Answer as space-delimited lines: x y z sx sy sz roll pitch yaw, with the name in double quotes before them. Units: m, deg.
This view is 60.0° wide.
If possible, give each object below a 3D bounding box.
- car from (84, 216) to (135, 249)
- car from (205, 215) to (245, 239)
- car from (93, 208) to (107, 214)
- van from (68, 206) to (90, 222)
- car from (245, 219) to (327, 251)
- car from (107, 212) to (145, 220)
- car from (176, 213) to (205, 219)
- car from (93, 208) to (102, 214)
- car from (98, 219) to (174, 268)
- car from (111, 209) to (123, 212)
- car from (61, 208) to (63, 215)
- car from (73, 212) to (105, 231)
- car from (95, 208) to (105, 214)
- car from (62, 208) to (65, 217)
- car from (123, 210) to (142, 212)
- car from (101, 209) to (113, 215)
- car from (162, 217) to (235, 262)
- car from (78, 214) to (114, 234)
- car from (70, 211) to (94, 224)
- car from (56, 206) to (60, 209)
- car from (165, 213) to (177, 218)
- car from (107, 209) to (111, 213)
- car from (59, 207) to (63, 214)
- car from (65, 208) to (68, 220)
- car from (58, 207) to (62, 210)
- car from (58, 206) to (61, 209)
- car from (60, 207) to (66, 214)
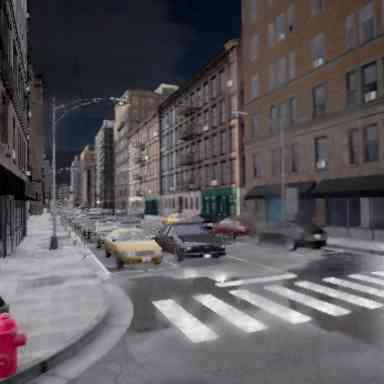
"car" -4.663 2.299 18.712 2.008 1.369 4.403 0 -2 -23
"car" 2.729 2.324 21.835 1.802 1.307 4.206 0 -2 -23
"car" -13.404 3.327 46.076 1.812 1.442 4.674 0 -2 -23
"van" -13.110 2.888 38.640 1.690 1.788 3.998 0 -2 -23
"car" 4.840 2.108 16.855 1.947 1.339 4.313 0 -2 -23
"car" -5.269 2.572 26.670 2.033 1.411 5.357 0 -2 -22
"car" 0.618 2.509 26.815 1.947 1.339 4.313 0 -2 -23
"car" -24.713 4.903 86.577 1.802 1.307 4.206 0 -2 -23
"car" -2.486 2.066 13.576 1.752 1.417 4.829 0 -2 -23
"car" -12.047 3.688 56.696 2.008 1.369 4.403 0 -2 -23
"car" -21.550 3.907 58.552 1.947 1.339 4.313 0 -2 -23
"car" -8.885 2.714 28.672 1.947 1.339 4.313 0 -2 -23
"car" -22.669 4.657 81.755 1.752 1.417 4.829 0 -2 -23
"car" -19.374 3.662 53.417 1.752 1.417 4.829 0 -2 -23
"car" -7.826 3.291 46.736 2.008 1.369 4.403 0 -2 -23
"car" -18.380 4.299 71.636 1.947 1.339 4.313 0 -2 -23
"car" -0.286 2.102 14.940 2.033 1.411 5.357 0 -2 -19
"car" -6.774 2.514 23.692 1.947 1.339 4.313 0 -2 -23
"car" -10.996 2.929 33.652 1.802 1.307 4.206 0 -2 -23
"car" -34.220 4.837 88.442 2.192 1.841 5.009 0 -2 -23
"car" -1.559 2.674 31.953 1.752 1.417 4.829 0 -2 -23
"car" -16.269 4.101 66.656 1.947 1.339 4.313 0 -2 -23
"car" -25.772 4.320 68.512 1.802 1.307 4.206 0 -2 -23
"car" -15.220 3.185 43.616 1.967 1.590 4.097 0 -2 -23
"car" -27.883 4.486 73.494 2.008 1.369 4.403 0 -2 -23
"car" -29.994 4.682 78.474 2.008 1.369 4.403 0 -2 -23
"car" -23.596 4.059 63.377 1.752 1.417 4.829 0 -2 -23
